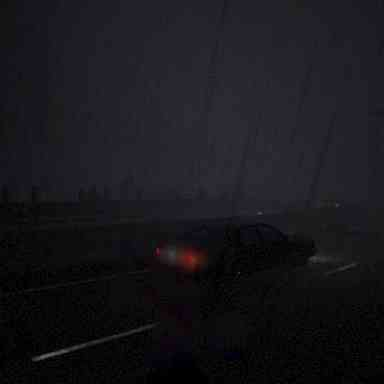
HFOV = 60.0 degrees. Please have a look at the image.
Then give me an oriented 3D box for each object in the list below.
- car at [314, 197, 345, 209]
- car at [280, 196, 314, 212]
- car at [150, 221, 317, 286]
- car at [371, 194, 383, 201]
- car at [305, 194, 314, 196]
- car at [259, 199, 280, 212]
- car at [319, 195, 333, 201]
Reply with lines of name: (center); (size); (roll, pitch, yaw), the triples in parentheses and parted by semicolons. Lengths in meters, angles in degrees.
car: (14.894, 1.340, 35.349); (2.097, 1.767, 4.553); (0, 0, 33)
car: (11.942, 1.546, 37.064); (2.033, 1.411, 5.357); (0, 0, 33)
car: (1.440, 1.553, 9.537); (5.357, 1.411, 2.033); (0, 0, -40)
car: (44.526, 1.291, 79.207); (1.837, 1.490, 4.892); (0, 0, 3)
car: (26.383, 1.127, 74.940); (1.812, 1.442, 4.674); (0, 0, 8)
car: (9.838, 1.555, 40.227); (2.033, 1.411, 5.357); (0, 0, 32)
car: (29.732, 1.278, 73.659); (1.994, 1.385, 4.181); (0, 0, 9)
